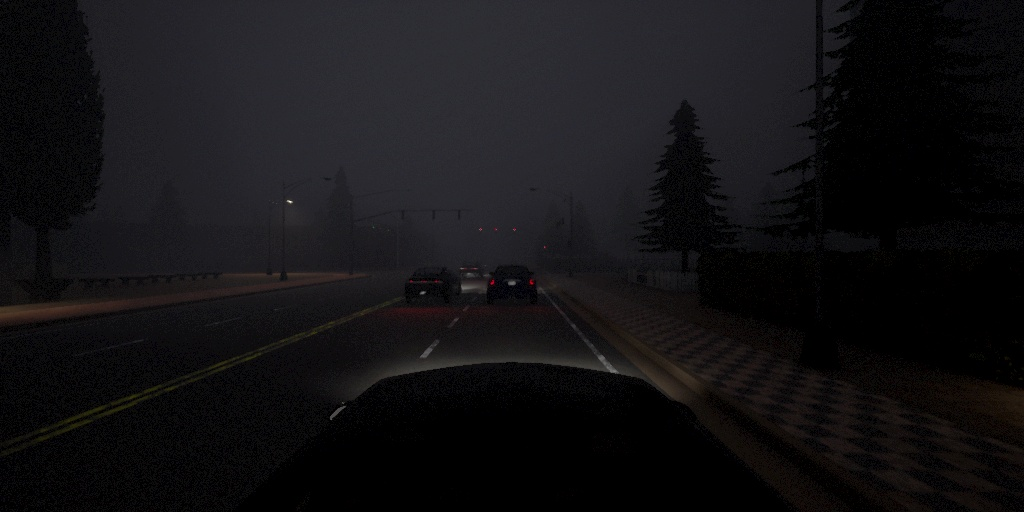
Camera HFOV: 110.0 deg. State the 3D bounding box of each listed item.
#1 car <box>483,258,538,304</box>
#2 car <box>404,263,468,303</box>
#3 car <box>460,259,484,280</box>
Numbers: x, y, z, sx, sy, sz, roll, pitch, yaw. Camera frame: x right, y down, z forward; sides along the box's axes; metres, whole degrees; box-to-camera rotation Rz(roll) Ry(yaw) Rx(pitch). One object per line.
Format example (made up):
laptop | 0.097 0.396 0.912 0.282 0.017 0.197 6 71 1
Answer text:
car | 0.000 1.114 16.470 2.097 1.767 4.553 0 0 0
car | -3.500 1.243 16.500 2.128 1.511 4.902 0 0 0
car | -3.500 1.243 31.500 2.128 1.511 4.902 0 0 0
